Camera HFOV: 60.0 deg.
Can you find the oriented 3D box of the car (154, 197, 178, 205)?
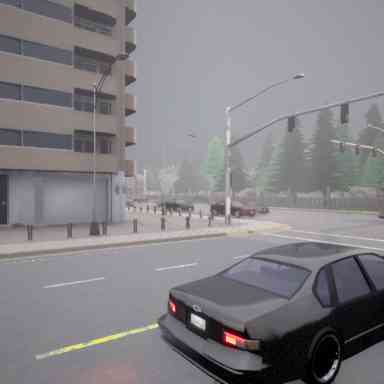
[{"bbox_3d":[-4.818,1.603,61.255,2.033,1.411,5.357,0,0,-36],"label":"car"}]

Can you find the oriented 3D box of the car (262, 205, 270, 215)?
[{"bbox_3d":[5.893,1.619,34.061,1.994,1.385,4.181,0,0,-36],"label":"car"}]

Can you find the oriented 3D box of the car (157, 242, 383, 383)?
[{"bbox_3d":[2.123,1.547,5.296,5.357,1.411,2.033,0,0,-35],"label":"car"}]

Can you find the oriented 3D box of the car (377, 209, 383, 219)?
[{"bbox_3d":[16.230,1.577,23.662,5.357,1.411,2.033,0,0,27],"label":"car"}]

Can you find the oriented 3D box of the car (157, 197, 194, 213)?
[{"bbox_3d":[-1.681,1.533,38.592,1.882,1.535,5.008,0,0,-36],"label":"car"}]

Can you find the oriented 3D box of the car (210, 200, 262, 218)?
[{"bbox_3d":[3.774,1.533,31.023,1.882,1.535,5.008,0,0,-36],"label":"car"}]

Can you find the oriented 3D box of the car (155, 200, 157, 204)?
[{"bbox_3d":[-2.981,1.619,46.390,1.994,1.385,4.181,0,0,-36],"label":"car"}]

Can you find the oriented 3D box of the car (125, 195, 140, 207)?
[{"bbox_3d":[-10.522,1.603,50.890,2.033,1.411,5.357,0,0,-36],"label":"car"}]

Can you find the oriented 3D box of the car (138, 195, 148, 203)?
[{"bbox_3d":[-11.033,1.408,69.823,2.097,1.767,4.553,0,0,-36],"label":"car"}]
